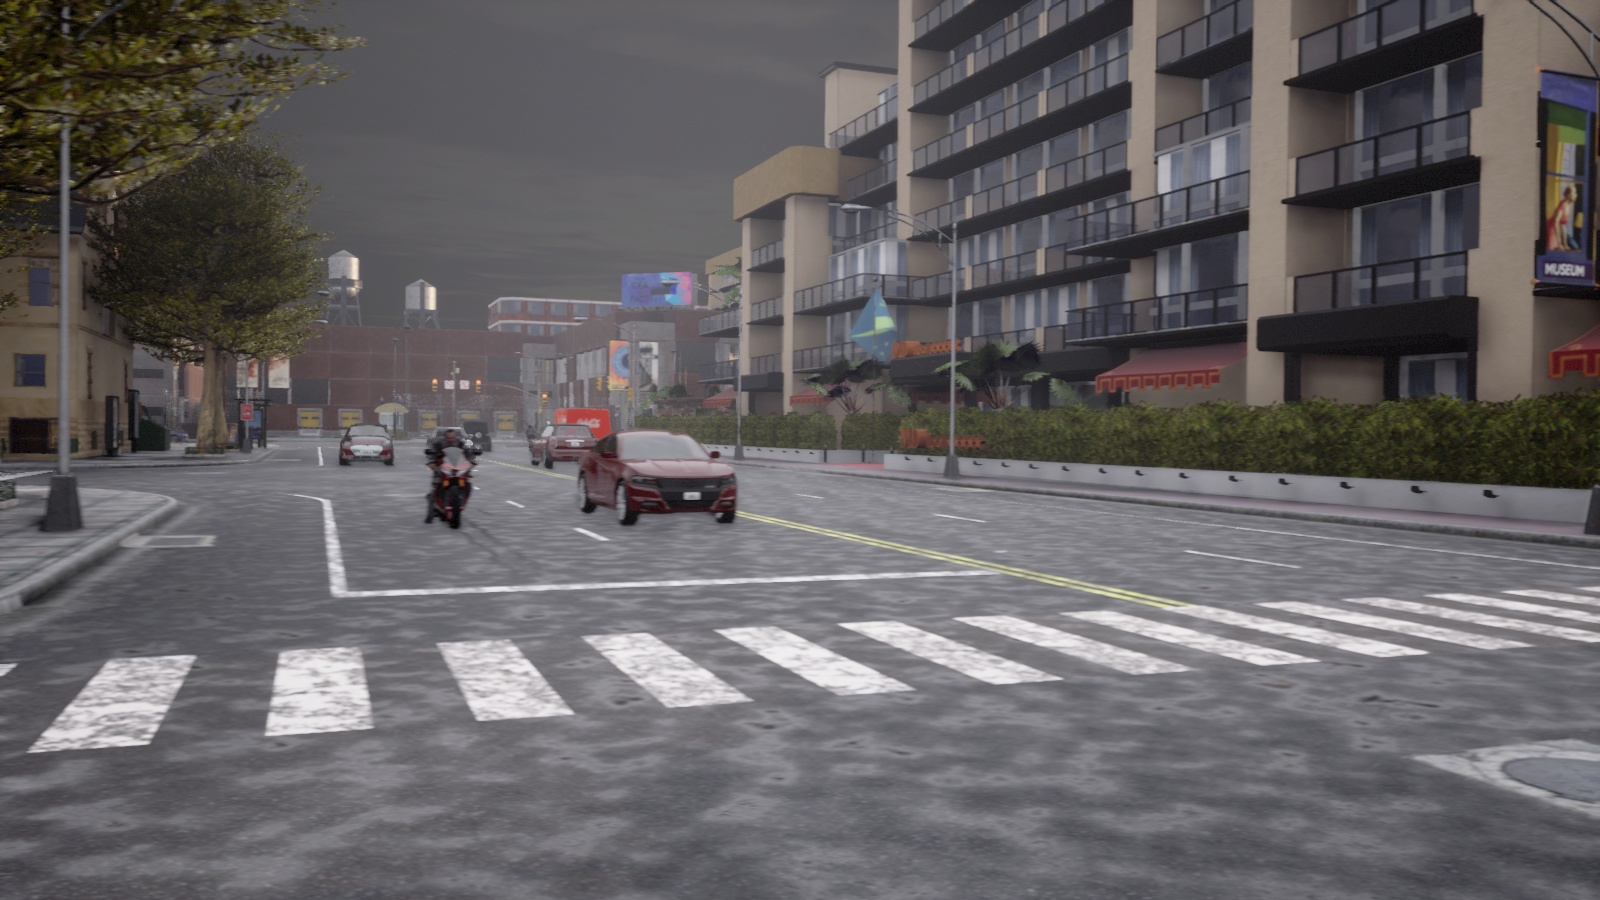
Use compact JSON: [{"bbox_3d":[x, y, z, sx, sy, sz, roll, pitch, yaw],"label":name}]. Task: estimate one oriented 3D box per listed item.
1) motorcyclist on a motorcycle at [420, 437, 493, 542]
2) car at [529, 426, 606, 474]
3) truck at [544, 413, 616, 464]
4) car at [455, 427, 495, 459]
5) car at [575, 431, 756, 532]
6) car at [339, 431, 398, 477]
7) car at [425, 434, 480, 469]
[{"bbox_3d":[-5.415,0.571,19.727,0.866,1.530,2.191,-1,1,-21],"label":"motorcyclist on a motorcycle"},{"bbox_3d":[-9.060,-0.036,48.573,2.097,1.767,4.553,-1,1,-21],"label":"car"},{"bbox_3d":[-11.255,-0.610,63.953,2.627,2.467,5.204,-1,1,-21],"label":"truck"},{"bbox_3d":[-19.836,-0.436,76.464,1.905,1.878,3.866,-1,1,-21],"label":"car"},{"bbox_3d":[-2.485,0.447,21.846,1.882,1.535,5.008,-1,1,-21],"label":"car"},{"bbox_3d":[-16.674,0.118,48.588,2.033,1.649,4.856,-1,1,-18],"label":"car"},{"bbox_3d":[-15.234,0.035,54.876,1.970,1.475,3.806,-1,1,-20],"label":"car"}]
